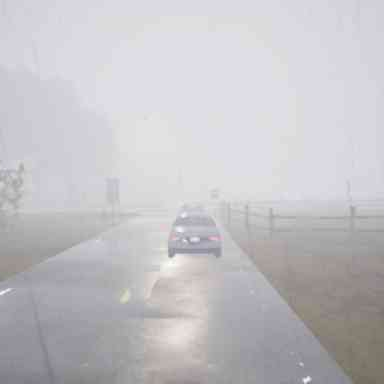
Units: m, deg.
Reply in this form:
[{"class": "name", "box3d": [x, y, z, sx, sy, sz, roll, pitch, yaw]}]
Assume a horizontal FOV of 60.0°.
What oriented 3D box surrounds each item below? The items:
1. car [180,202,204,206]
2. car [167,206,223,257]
[{"class": "car", "box3d": [0.021, 1.412, 23.492, 1.994, 1.385, 4.181, 0, 0, -1]}, {"class": "car", "box3d": [0.079, 1.461, 12.544, 2.033, 1.411, 5.357, 0, 0, 0]}]
